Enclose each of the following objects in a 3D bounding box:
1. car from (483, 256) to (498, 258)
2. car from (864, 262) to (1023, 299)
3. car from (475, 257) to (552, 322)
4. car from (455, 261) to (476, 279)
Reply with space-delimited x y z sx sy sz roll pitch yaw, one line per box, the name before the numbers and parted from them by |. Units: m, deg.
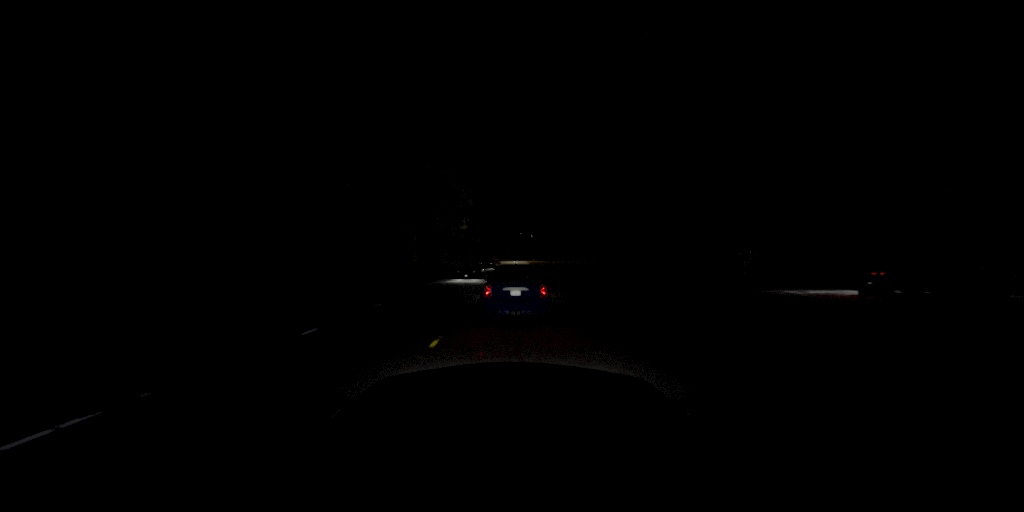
car | -3.413 0.918 49.656 1.837 1.490 4.892 0 0 1
car | 18.839 1.023 15.952 4.902 1.511 2.128 0 -1 14
car | 0.106 1.047 12.168 2.097 1.767 4.553 0 0 0
car | -3.565 1.126 30.527 2.033 1.411 5.357 0 0 0
